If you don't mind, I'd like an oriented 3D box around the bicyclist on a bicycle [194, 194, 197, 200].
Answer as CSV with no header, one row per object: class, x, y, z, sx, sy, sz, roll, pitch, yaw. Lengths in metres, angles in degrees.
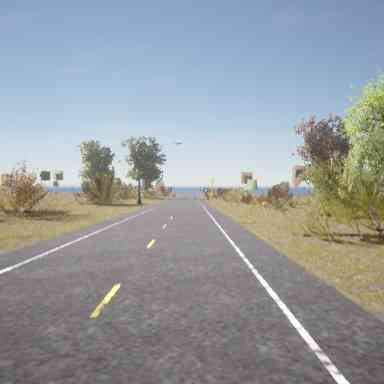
bicyclist on a bicycle,0.989,1.591,94.140,0.866,1.612,1.509,2,1,0
